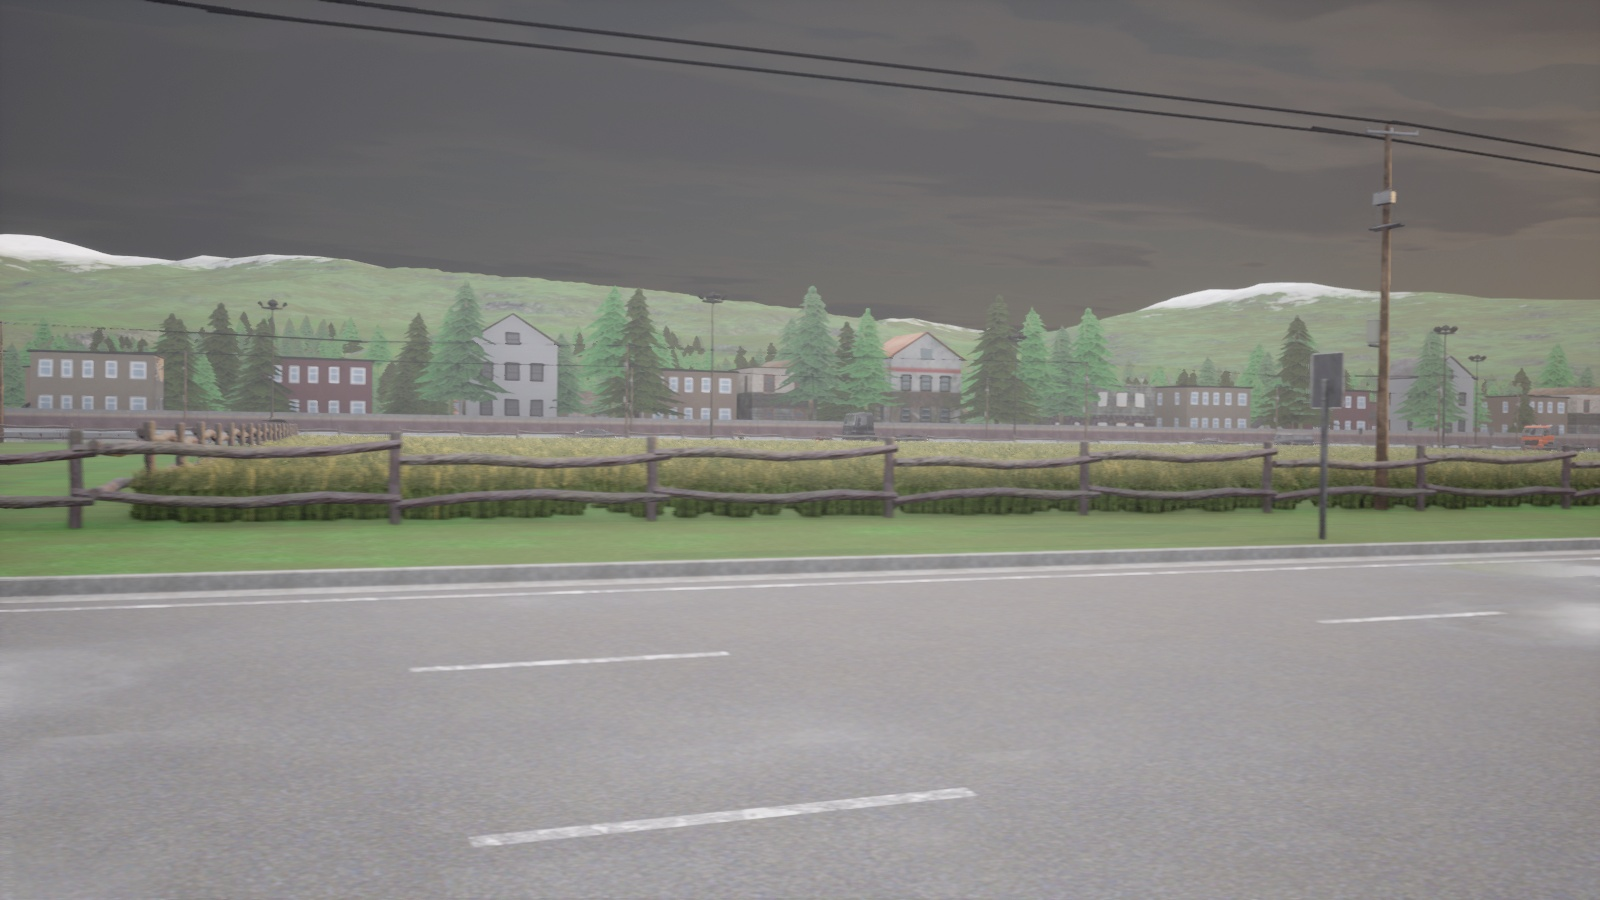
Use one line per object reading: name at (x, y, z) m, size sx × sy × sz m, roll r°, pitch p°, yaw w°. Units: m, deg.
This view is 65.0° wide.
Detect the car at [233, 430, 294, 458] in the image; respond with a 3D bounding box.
car at (-37.819, -0.447, 88.555) m, size 3.866 × 1.878 × 1.905 m, roll -1°, pitch 1°, yaw -21°
